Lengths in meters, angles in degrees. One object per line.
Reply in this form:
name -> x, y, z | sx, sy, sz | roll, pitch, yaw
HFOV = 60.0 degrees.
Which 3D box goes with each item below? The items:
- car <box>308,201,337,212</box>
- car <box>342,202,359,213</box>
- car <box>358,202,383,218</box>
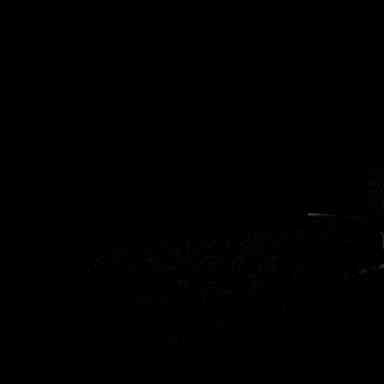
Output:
car -> 15.957, 1.799, 42.462 | 1.752, 1.417, 4.829 | 0, 0, -36
car -> 19.350, 1.761, 37.765 | 1.887, 1.381, 4.507 | 0, 0, -36
car -> 17.908, 1.710, 29.641 | 1.895, 1.301, 4.718 | 1, -1, -37
